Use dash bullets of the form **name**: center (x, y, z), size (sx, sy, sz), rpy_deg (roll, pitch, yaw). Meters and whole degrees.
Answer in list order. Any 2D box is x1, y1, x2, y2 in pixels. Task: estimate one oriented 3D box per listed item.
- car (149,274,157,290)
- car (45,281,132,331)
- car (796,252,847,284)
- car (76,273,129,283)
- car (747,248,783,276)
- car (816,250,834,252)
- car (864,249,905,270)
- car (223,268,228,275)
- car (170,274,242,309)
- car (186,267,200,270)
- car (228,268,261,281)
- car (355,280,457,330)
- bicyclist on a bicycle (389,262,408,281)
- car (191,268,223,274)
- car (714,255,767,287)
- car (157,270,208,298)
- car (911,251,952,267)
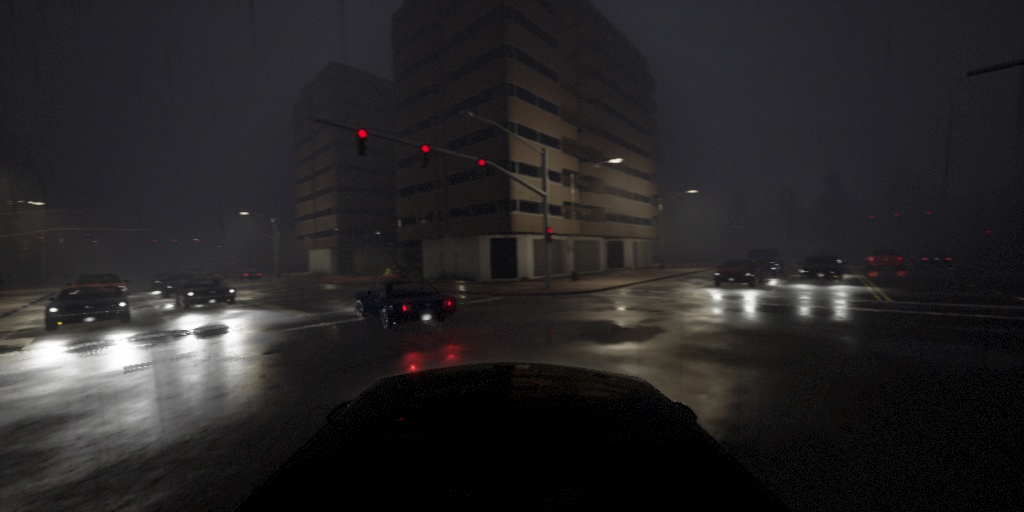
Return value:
- **car**: center (-29.570, 2.101, 30.740), size (4.674, 1.442, 1.812), rpy_deg (-2, 0, 42)
- **car**: center (-15.272, 1.778, 13.053), size (4.718, 1.301, 1.895), rpy_deg (-2, 0, 42)
- **car**: center (18.138, 0.734, 21.018), size (1.837, 1.490, 4.892), rpy_deg (-2, 0, 42)
- **car**: center (-21.866, 1.713, 19.017), size (4.553, 1.767, 2.097), rpy_deg (-2, 0, 42)
- **car**: center (19.366, 0.413, 27.660), size (2.150, 2.045, 5.566), rpy_deg (-2, 0, 42)
- **car**: center (24.725, 0.392, 28.386), size (2.097, 1.767, 4.553), rpy_deg (-2, 0, 42)
- **car**: center (31.061, 0.212, 30.048), size (2.097, 1.767, 4.553), rpy_deg (-2, 0, 42)
- **car**: center (-37.908, 2.282, 47.850), size (5.008, 1.535, 1.882), rpy_deg (-2, 0, 42)
- **car**: center (-15.209, 1.775, 17.715), size (4.718, 1.301, 1.895), rpy_deg (-2, 0, 42)
- **car**: center (-40.057, 2.218, 45.060), size (4.553, 1.767, 2.097), rpy_deg (-2, 0, 42)
- **car**: center (-30.562, 2.146, 41.322), size (5.357, 1.411, 2.033), rpy_deg (-2, 0, 42)
- **car**: center (-3.682, 1.451, 11.751), size (1.895, 1.301, 4.718), rpy_deg (-2, 0, -36)
- **bicyclist on a bicycle**: center (-8.954, 1.293, 28.206), size (0.582, 1.620, 1.656), rpy_deg (-2, 0, 42)
- **car**: center (-33.631, 2.250, 39.319), size (4.181, 1.385, 1.994), rpy_deg (-2, 0, 43)
- **car**: center (12.939, 0.902, 20.408), size (1.812, 1.442, 4.674), rpy_deg (-2, 0, 42)
- **car**: center (-21.954, 1.888, 23.817), size (4.674, 1.442, 1.812), rpy_deg (-2, 0, 42)
- **car**: center (37.419, 0.227, 32.079), size (2.033, 1.411, 5.357), rpy_deg (-2, 0, 42)
